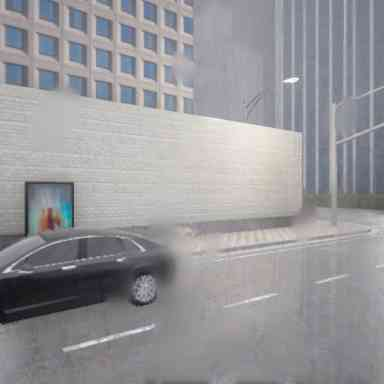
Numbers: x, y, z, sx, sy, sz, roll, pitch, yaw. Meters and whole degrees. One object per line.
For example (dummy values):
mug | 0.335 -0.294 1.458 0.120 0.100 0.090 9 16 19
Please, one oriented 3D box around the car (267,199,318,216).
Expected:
car | 10.417 1.547 34.837 2.128 1.511 4.902 0 0 -36

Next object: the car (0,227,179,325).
car | -2.572 1.505 6.455 4.892 1.490 1.837 0 0 -35

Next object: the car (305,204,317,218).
car | 9.037 1.533 30.751 1.882 1.535 5.008 0 0 -36
